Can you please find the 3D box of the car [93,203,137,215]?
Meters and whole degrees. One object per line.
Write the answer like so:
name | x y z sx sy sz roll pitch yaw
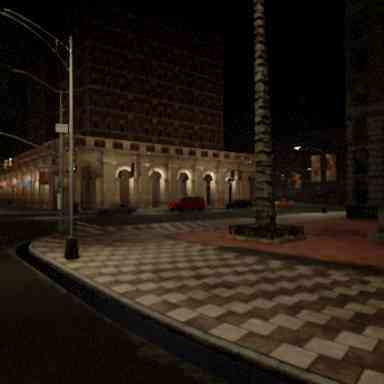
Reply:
car | -8.845 1.962 38.570 4.718 1.301 1.895 0 -1 -38

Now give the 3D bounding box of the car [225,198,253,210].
car | 7.236 1.908 51.275 5.008 1.535 1.882 0 -1 -38

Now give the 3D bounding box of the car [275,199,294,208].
car | 15.682 1.944 57.970 5.008 1.535 1.882 0 -1 -38

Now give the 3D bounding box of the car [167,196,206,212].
car | -0.658 1.618 45.038 5.566 2.045 2.150 0 -1 -38

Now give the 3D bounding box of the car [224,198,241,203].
car | 11.356 2.377 92.874 1.895 1.301 4.718 0 -1 -39
